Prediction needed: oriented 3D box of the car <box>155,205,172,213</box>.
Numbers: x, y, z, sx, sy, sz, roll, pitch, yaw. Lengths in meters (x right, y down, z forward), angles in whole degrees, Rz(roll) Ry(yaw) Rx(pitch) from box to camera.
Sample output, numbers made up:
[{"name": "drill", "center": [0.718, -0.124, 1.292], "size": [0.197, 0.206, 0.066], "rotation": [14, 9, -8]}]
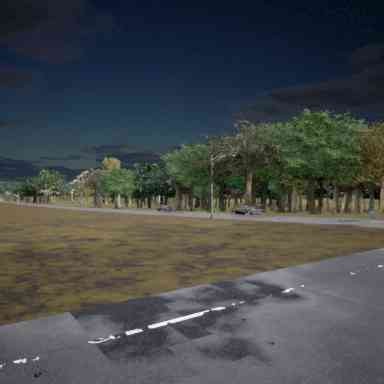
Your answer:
[{"name": "car", "center": [-5.728, 3.382, 66.534], "size": [1.837, 1.490, 4.892], "rotation": [1, -2, -33]}]

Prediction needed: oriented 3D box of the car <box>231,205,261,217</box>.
[{"name": "car", "center": [7.501, 2.618, 46.449], "size": [2.128, 1.511, 4.902], "rotation": [1, -2, -33]}]

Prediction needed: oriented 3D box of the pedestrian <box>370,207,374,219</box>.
[{"name": "pedestrian", "center": [19.291, 2.202, 35.573], "size": [0.375, 1.300, 0.375], "rotation": [-2, 1, -33]}]
